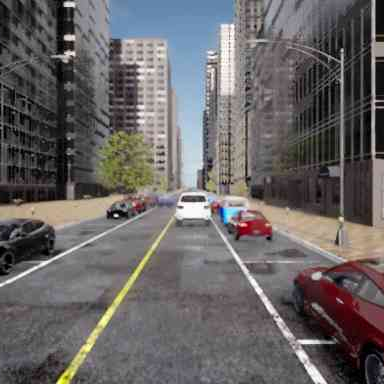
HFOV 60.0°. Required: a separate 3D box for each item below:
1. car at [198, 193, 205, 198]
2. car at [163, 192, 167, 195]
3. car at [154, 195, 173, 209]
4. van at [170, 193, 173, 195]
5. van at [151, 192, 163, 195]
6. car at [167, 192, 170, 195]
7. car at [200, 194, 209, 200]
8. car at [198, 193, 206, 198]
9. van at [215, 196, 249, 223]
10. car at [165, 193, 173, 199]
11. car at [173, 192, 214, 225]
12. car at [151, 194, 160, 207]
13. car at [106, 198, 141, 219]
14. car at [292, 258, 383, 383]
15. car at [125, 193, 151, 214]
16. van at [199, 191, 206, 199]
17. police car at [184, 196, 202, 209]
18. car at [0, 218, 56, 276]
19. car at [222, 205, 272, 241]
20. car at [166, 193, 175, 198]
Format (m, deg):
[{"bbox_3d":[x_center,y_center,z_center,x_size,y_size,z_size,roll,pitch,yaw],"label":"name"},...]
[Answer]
[{"bbox_3d":[2.657,0.915,95.241,1.947,1.339,4.313,0,0,0],"label":"car"},{"bbox_3d":[-5.710,1.089,55.558,1.967,1.590,4.097,0,0,0],"label":"car"},{"bbox_3d":[-3.109,1.348,40.646,1.895,1.301,4.718,0,0,0],"label":"car"},{"bbox_3d":[-5.716,0.868,72.563,1.690,1.788,3.998,0,0,0],"label":"van"},{"bbox_3d":[-5.708,1.028,49.889,1.690,1.788,3.998,0,0,0],"label":"van"},{"bbox_3d":[-5.712,1.050,61.225,1.967,1.590,4.097,0,0,0],"label":"car"},{"bbox_3d":[2.664,1.093,72.568,1.947,1.339,4.313,0,0,0],"label":"car"},{"bbox_3d":[2.659,0.961,89.573,1.947,1.339,4.313,0,0,0],"label":"car"},{"bbox_3d":[2.682,1.211,21.552,1.690,1.788,3.998,0,0,0],"label":"van"},{"bbox_3d":[-5.720,0.966,83.731,1.752,1.417,4.829,0,0,0],"label":"car"},{"bbox_3d":[0.091,1.083,22.637,2.150,2.045,5.566,0,0,0],"label":"car"},{"bbox_3d":[-5.707,1.269,44.221,1.887,1.381,4.507,0,0,0],"label":"car"},{"bbox_3d":[-5.700,1.399,27.218,1.947,1.339,4.313,0,0,0],"label":"car"},{"bbox_3d":[2.688,1.557,4.545,1.802,1.307,4.206,0,0,0],"label":"car"},{"bbox_3d":[-5.702,1.112,32.884,2.192,1.841,5.009,0,0,0],"label":"car"},{"bbox_3d":[2.661,0.781,83.903,1.690,1.788,3.998,0,0,0],"label":"van"},{"bbox_3d":[0.085,1.247,41.144,2.038,1.542,4.974,0,0,0],"label":"police car"},{"bbox_3d":[-5.694,1.507,10.213,1.947,1.339,4.313,0,0,0],"label":"car"},{"bbox_3d":[2.684,1.488,15.885,1.802,1.307,4.206,0,0,0],"label":"car"},{"bbox_3d":[-5.722,0.945,89.569,2.008,1.369,4.403,0,0,0],"label":"car"}]
